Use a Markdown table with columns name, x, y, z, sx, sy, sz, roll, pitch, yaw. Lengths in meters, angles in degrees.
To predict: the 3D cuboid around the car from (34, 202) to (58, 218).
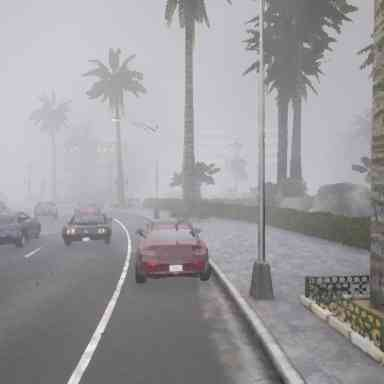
| name | x | y | z | sx | sy | sz | roll | pitch | yaw |
| --- | --- | --- | --- | --- | --- | --- | --- | --- | --- |
| car | -12.900 | 1.553 | 29.392 | 2.033 | 1.411 | 5.357 | 0 | 0 | -24 |

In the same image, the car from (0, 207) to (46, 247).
| name | x | y | z | sx | sy | sz | roll | pitch | yaw |
| --- | --- | --- | --- | --- | --- | --- | --- | --- | --- |
| car | -8.140 | 1.567 | 14.810 | 1.994 | 1.385 | 4.181 | 0 | 0 | -12 |

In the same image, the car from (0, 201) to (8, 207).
| name | x | y | z | sx | sy | sz | roll | pitch | yaw |
| --- | --- | --- | --- | --- | --- | --- | --- | --- | --- |
| car | -14.296 | 1.393 | 23.540 | 2.097 | 1.767 | 4.553 | 0 | 0 | -20 |

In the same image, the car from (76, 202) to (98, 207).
| name | x | y | z | sx | sy | sz | roll | pitch | yaw |
| --- | --- | --- | --- | --- | --- | --- | --- | --- | --- |
| car | -9.705 | 1.566 | 30.822 | 1.994 | 1.385 | 4.181 | 0 | 0 | -24 |

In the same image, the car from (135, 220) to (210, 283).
| name | x | y | z | sx | sy | sz | roll | pitch | yaw |
| --- | --- | --- | --- | --- | --- | --- | --- | --- | --- |
| car | -0.649 | 1.524 | 9.663 | 1.812 | 1.442 | 4.674 | 0 | 0 | -7 |

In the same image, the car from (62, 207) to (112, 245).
| name | x | y | z | sx | sy | sz | roll | pitch | yaw |
| --- | --- | --- | --- | --- | --- | --- | --- | --- | --- |
| car | -4.724 | 1.614 | 15.571 | 1.895 | 1.301 | 4.718 | 0 | 0 | -12 |
